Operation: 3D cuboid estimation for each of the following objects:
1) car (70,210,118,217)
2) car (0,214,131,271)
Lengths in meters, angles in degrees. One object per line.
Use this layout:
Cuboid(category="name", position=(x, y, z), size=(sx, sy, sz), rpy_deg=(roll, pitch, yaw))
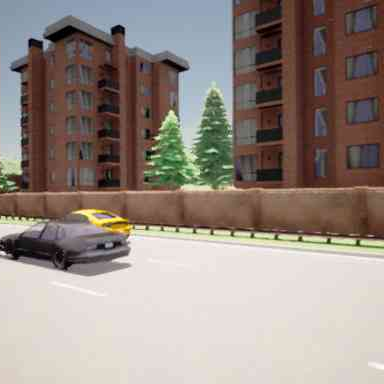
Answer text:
Cuboid(category="car", position=(-5.185, 1.628, 16.227), size=(5.008, 1.535, 1.882), rpy_deg=(0, 0, 36))
Cuboid(category="car", position=(-4.511, 1.661, 11.409), size=(5.357, 1.411, 2.033), rpy_deg=(-1, 0, 36))
